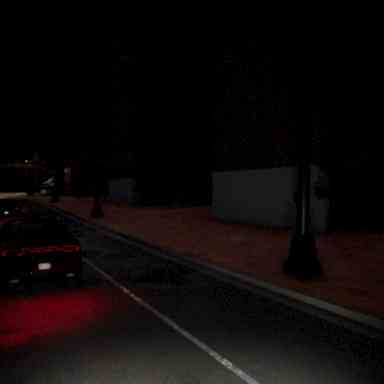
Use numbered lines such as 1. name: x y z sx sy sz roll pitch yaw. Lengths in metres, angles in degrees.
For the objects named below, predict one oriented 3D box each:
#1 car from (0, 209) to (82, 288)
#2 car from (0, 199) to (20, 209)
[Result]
1. car: -4.547 1.477 9.498 1.882 1.535 5.008 1 0 -31
2. car: -15.094 1.189 26.934 1.895 1.301 4.718 1 1 -31
